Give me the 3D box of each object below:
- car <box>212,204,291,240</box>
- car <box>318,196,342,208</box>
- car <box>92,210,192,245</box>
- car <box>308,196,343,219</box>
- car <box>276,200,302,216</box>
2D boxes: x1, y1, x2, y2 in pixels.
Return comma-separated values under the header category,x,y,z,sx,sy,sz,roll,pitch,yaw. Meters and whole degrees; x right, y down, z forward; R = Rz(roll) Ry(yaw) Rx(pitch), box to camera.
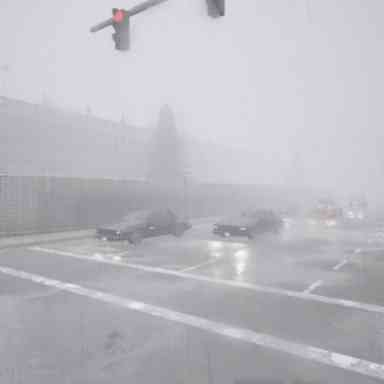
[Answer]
category,x,y,z,sx,sy,sz,roll,pitch,yaw
car,3.149,1.561,17.473,2.033,1.411,5.357,0,0,36
car,18.672,1.333,44.975,1.882,1.535,5.008,0,0,36
car,-2.135,1.571,16.108,2.033,1.411,5.357,0,0,36
car,12.005,1.378,29.819,2.097,1.767,4.553,0,0,36
car,8.892,1.542,31.486,1.837,1.490,4.892,0,0,36
